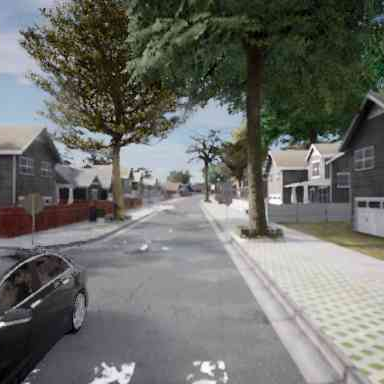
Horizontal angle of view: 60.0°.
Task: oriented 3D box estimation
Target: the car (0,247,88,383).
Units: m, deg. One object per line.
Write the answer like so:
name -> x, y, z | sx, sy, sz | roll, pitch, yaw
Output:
car -> -2.747, 1.559, 4.071 | 1.837, 1.490, 4.892 | 0, -1, 0

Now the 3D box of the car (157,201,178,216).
car -> -2.675, 1.790, 36.963 | 1.812, 1.442, 4.674 | 0, 0, 0
